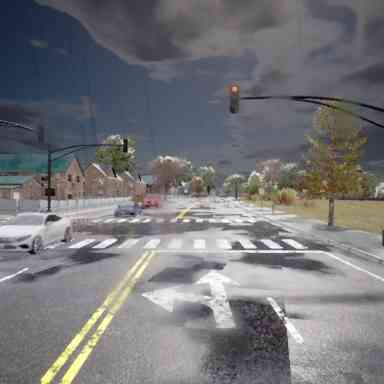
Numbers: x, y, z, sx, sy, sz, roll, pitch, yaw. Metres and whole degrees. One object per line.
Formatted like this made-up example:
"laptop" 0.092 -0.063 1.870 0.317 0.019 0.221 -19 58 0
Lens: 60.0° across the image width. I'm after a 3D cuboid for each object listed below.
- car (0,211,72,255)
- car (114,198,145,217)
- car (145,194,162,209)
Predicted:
"car" -6.398 1.539 13.469 1.812 1.442 4.674 0 0 1
"car" -5.976 1.577 31.426 1.812 1.442 4.674 0 0 2
"car" -5.402 1.316 45.630 2.150 2.045 5.566 0 0 3
